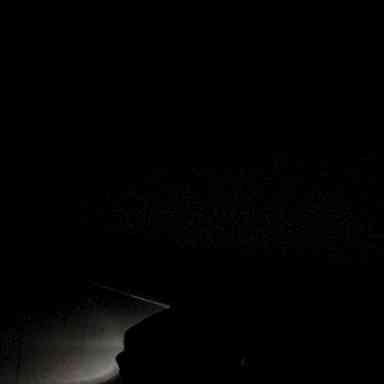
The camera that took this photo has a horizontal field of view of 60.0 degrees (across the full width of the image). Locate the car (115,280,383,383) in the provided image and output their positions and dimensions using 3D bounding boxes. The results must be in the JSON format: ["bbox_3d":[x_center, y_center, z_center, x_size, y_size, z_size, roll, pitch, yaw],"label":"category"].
[{"bbox_3d":[1.758,1.559,2.801,5.357,1.411,2.033,0,0,36],"label":"car"}]
